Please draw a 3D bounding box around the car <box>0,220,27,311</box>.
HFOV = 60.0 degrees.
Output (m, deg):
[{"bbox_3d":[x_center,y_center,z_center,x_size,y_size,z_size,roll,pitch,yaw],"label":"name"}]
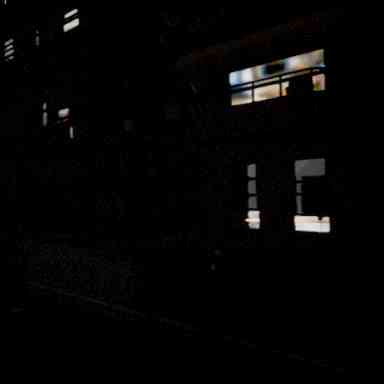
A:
[{"bbox_3d":[-5.338,1.401,6.698,5.009,1.841,2.192,-1,-1,36],"label":"car"}]
